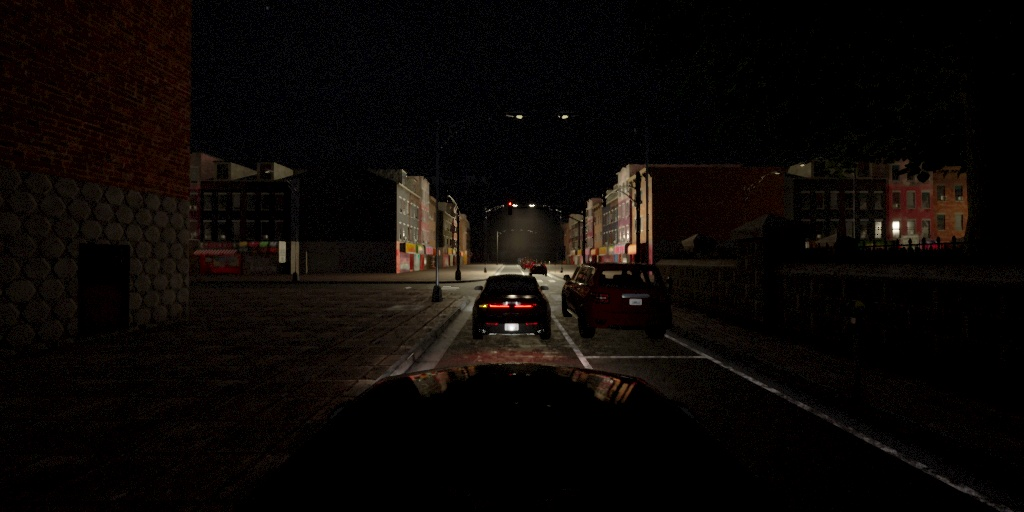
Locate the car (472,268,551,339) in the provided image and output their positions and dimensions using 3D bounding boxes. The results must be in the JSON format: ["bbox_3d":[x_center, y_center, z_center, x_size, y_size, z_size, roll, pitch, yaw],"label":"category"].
[{"bbox_3d":[-0.011,1.258,10.001,1.837,1.490,4.892,0,0,0],"label":"car"}]

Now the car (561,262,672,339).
[{"bbox_3d":[2.626,1.068,10.043,2.192,1.841,5.009,0,0,0],"label":"car"}]

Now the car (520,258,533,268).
[{"bbox_3d":[2.565,1.370,52.784,1.888,1.381,4.507,0,0,0],"label":"car"}]

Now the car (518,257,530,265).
[{"bbox_3d":[2.557,1.155,58.221,2.192,1.841,5.009,0,0,0],"label":"car"}]

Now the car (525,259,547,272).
[{"bbox_3d":[2.589,1.332,36.472,1.888,1.381,4.507,0,0,0],"label":"car"}]
